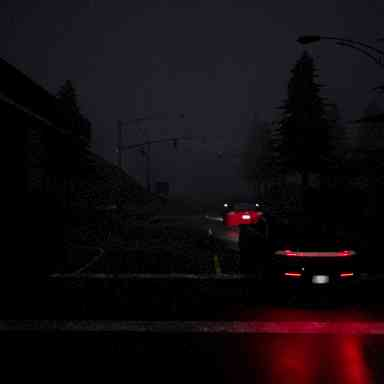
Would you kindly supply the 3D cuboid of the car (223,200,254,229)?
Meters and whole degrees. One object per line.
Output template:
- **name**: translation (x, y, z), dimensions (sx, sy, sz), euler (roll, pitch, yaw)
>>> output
- **car**: translation (2.739, 1.137, 18.194), dimensions (1.994, 1.385, 4.181), euler (-1, 2, 3)

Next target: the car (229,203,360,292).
- **car**: translation (2.298, 1.247, 8.248), dimensions (2.128, 1.511, 4.902), euler (0, 2, 1)

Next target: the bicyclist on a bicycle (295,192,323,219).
- **bicyclist on a bicycle**: translation (6.590, 0.852, 18.778), dimensions (1.656, 1.620, 0.582), euler (0, 1, 2)
